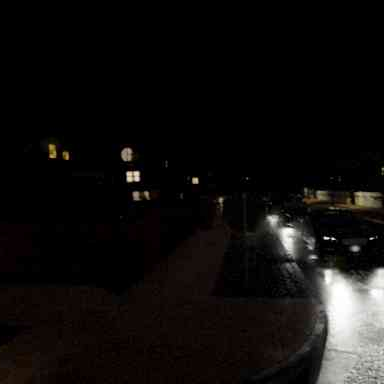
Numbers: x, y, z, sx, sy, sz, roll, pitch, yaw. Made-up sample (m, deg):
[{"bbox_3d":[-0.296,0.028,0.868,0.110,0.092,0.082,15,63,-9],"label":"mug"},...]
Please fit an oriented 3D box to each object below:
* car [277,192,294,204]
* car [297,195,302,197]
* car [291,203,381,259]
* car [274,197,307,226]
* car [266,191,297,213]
[{"bbox_3d":[14.318,0.900,51.011,1.882,1.535,5.008,-2,0,9],"label":"car"},{"bbox_3d":[12.842,1.071,41.157,1.994,1.385,4.181,-2,0,8],"label":"car"},{"bbox_3d":[5.159,1.371,12.138,2.128,1.511,4.902,-2,0,9],"label":"car"},{"bbox_3d":[6.762,1.319,22.042,1.812,1.442,4.674,-2,0,10],"label":"car"},{"bbox_3d":[8.462,0.921,32.578,2.150,2.045,5.566,-2,0,10],"label":"car"}]
